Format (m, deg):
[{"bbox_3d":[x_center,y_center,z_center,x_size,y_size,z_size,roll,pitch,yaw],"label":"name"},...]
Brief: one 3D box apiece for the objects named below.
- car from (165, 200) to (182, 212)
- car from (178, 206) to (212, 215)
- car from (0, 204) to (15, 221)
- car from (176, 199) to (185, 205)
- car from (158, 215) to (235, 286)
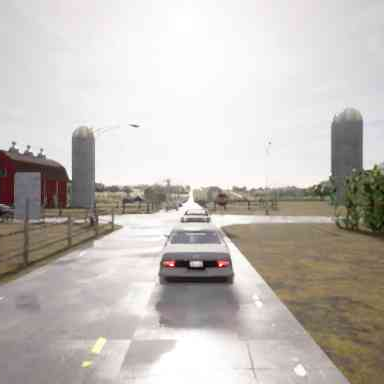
[{"bbox_3d":[-2.882,2.143,48.002,1.895,1.301,4.718,0,-1,0],"label":"car"},{"bbox_3d":[0.420,1.796,22.973,1.895,1.301,4.718,0,-1,5],"label":"car"},{"bbox_3d":[-17.847,1.816,30.653,4.892,1.490,1.837,0,0,0],"label":"car"},{"bbox_3d":[-2.818,2.396,82.179,2.128,1.511,4.902,0,-1,0],"label":"car"},{"bbox_3d":[0.092,1.613,9.659,2.033,1.411,5.357,0,0,0],"label":"car"}]
